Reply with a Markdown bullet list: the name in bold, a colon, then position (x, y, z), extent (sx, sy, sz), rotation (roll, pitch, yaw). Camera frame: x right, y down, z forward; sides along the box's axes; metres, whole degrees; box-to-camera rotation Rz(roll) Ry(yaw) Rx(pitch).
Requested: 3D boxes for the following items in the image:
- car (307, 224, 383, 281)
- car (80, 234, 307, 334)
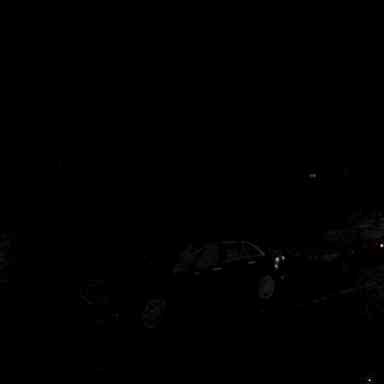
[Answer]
- **car**: position (4.604, 1.628, 9.936), extent (4.206, 1.307, 1.802), rotation (0, 0, -36)
- **car**: position (0.038, 1.569, 6.677), extent (4.403, 1.369, 2.008), rotation (0, 0, -36)
